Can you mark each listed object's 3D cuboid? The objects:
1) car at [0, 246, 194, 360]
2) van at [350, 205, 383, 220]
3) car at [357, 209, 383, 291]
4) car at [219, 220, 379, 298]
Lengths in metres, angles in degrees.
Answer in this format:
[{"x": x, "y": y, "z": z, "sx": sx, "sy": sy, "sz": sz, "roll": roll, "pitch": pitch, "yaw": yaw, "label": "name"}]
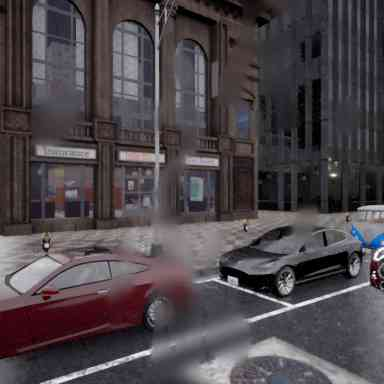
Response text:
[{"x": -1.912, "y": 1.582, "z": 5.284, "sx": 4.206, "sy": 1.307, "sz": 1.802, "roll": 0, "pitch": 0, "yaw": -35, "label": "car"}, {"x": 7.252, "y": 1.341, "z": 11.787, "sx": 3.998, "sy": 1.788, "sz": 1.690, "roll": 0, "pitch": 0, "yaw": -35, "label": "van"}, {"x": 6.108, "y": 1.352, "z": 7.711, "sx": 4.553, "sy": 1.767, "sz": 2.097, "roll": 0, "pitch": 0, "yaw": -35, "label": "car"}, {"x": 2.670, "y": 1.566, "z": 8.535, "sx": 4.313, "sy": 1.339, "sz": 1.947, "roll": 0, "pitch": 0, "yaw": -35, "label": "car"}]
